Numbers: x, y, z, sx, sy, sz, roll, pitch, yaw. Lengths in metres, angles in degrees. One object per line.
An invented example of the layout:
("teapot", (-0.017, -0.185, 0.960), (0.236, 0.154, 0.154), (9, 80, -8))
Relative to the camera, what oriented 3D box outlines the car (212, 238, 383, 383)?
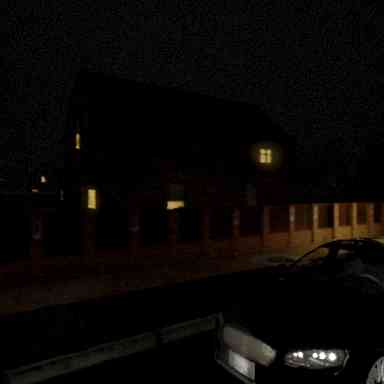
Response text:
("car", (2.520, 1.486, 4.771), (4.902, 1.511, 2.128), (0, 0, -35))
